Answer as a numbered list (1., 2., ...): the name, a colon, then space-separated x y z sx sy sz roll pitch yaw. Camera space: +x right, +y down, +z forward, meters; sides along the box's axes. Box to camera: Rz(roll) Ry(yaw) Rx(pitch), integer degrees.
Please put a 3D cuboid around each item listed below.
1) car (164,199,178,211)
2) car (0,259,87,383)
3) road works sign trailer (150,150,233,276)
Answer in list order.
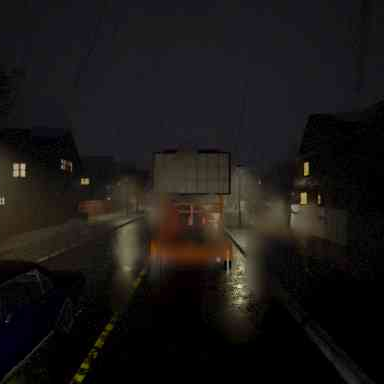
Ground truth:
1. car: -2.752 1.663 42.303 1.882 1.535 5.008 0 0 0
2. car: -2.851 1.606 3.850 1.895 1.301 4.718 0 0 0
3. road works sign trailer: -0.004 0.483 10.447 2.380 3.560 2.880 0 0 1
